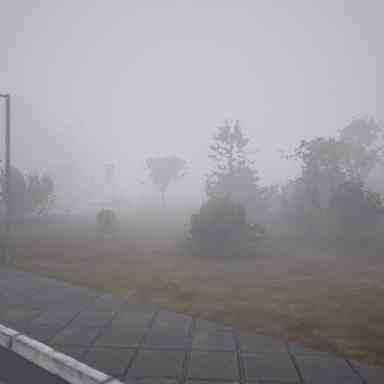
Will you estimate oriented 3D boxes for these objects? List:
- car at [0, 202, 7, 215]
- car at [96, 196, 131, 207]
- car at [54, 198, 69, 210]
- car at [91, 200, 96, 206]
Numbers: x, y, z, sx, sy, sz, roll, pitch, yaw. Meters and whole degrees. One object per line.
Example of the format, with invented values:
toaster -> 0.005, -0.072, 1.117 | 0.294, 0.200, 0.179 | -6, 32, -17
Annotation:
car -> -17.137, 1.350, 30.386 | 2.097, 1.767, 4.553 | 0, 0, 39
car -> -11.204, 1.527, 49.211 | 1.895, 1.301, 4.718 | 0, 1, 39
car -> -17.675, 1.482, 41.192 | 2.128, 1.511, 4.902 | 0, 0, 39
car -> -13.402, 1.395, 52.058 | 1.882, 1.535, 5.008 | 0, 1, 39
